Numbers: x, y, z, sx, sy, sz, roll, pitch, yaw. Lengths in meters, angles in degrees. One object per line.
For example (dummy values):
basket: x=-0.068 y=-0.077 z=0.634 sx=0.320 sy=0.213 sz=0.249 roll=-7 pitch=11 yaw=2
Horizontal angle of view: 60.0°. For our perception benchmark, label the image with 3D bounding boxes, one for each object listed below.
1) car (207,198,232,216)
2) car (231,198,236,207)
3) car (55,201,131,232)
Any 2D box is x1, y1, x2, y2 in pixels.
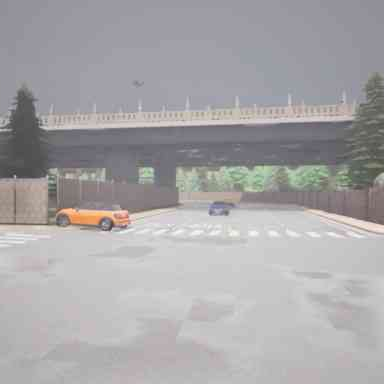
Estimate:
car: x=2.839 y=1.653 z=34.074 sx=1.812 sy=1.442 sz=4.674 roll=0 pitch=0 yaw=10
car: x=6.050 y=1.677 z=54.051 sx=1.882 sy=1.535 sz=5.008 roll=0 pitch=0 yaw=7
car: x=-6.187 y=1.348 z=20.742 sx=4.553 sy=1.767 sz=2.097 roll=3 pitch=1 yaw=18
